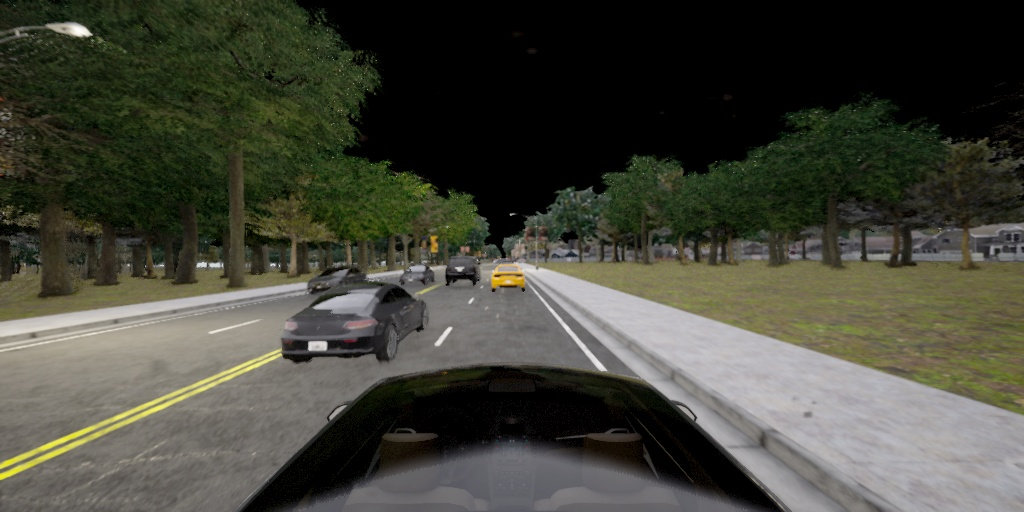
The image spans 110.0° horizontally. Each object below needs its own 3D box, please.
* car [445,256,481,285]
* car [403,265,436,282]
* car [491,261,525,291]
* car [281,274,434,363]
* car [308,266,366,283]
[{"bbox_3d":[-3.574,1.050,26.834,2.150,2.045,5.566,-1,0,-1],"label":"car"},{"bbox_3d":[-7.021,1.391,27.020,1.812,1.442,4.674,-1,0,-1],"label":"car"},{"bbox_3d":[-0.239,1.262,22.086,1.882,1.535,5.008,-1,0,-1],"label":"car"},{"bbox_3d":[-3.233,1.318,8.190,1.812,1.442,4.674,-1,0,-1],"label":"car"},{"bbox_3d":[-10.169,1.393,21.257,1.837,1.490,4.892,-1,0,-1],"label":"car"}]
